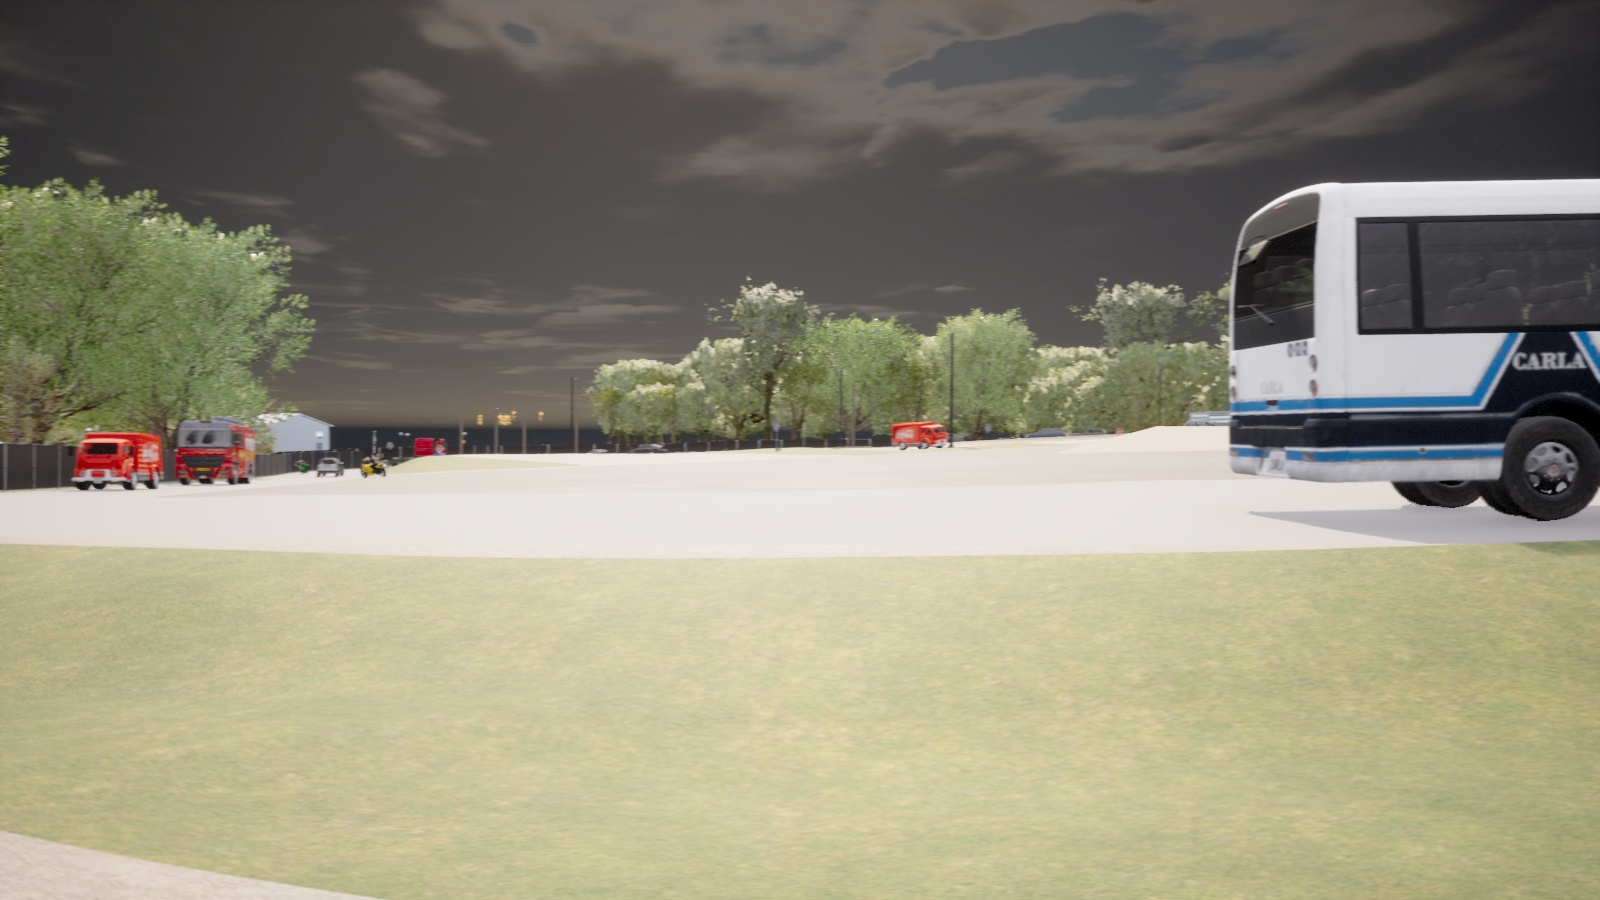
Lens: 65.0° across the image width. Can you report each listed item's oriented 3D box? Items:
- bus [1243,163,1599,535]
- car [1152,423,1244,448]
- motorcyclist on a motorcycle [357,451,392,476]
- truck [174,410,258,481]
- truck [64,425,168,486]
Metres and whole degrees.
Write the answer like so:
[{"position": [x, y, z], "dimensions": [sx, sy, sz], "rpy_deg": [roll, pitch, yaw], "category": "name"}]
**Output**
[{"position": [11.664, -1.244, 16.488], "dimensions": [10.273, 4.253, 3.944], "rpy_deg": [-1, 1, -1], "category": "bus"}, {"position": [26.082, -0.963, 82.268], "dimensions": [5.357, 1.411, 2.033], "rpy_deg": [-1, 2, 33], "category": "car"}, {"position": [-28.025, 0.871, 82.795], "dimensions": [2.044, 1.523, 0.797], "rpy_deg": [-4, 0, 19], "category": "motorcyclist on a motorcycle"}, {"position": [-33.357, -0.178, 72.037], "dimensions": [2.891, 3.827, 8.468], "rpy_deg": [1, -1, -15], "category": "truck"}, {"position": [-29.495, 0.271, 54.373], "dimensions": [2.627, 2.467, 5.204], "rpy_deg": [1, -1, -13], "category": "truck"}]
